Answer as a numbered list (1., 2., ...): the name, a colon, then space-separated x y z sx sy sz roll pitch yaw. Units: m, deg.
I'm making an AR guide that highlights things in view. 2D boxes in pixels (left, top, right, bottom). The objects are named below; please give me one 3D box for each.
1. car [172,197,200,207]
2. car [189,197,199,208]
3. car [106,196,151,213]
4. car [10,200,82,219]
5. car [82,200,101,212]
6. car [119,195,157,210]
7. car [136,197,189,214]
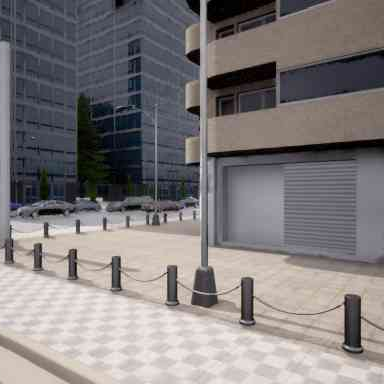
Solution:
1. car: -0.802 1.470 50.370 1.812 1.442 4.674 0 0 36
2. car: -0.962 1.449 44.194 1.837 1.490 4.892 0 0 36
3. car: -7.034 1.297 35.796 2.097 1.767 4.553 0 0 36
4. car: -12.376 1.436 28.394 2.128 1.511 4.902 0 0 36
5. car: -11.709 1.508 35.291 1.994 1.385 4.181 0 0 36
6. car: -6.767 1.297 42.140 2.097 1.767 4.553 0 0 36
7. car: -3.034 1.492 35.018 2.033 1.411 5.357 0 0 36
